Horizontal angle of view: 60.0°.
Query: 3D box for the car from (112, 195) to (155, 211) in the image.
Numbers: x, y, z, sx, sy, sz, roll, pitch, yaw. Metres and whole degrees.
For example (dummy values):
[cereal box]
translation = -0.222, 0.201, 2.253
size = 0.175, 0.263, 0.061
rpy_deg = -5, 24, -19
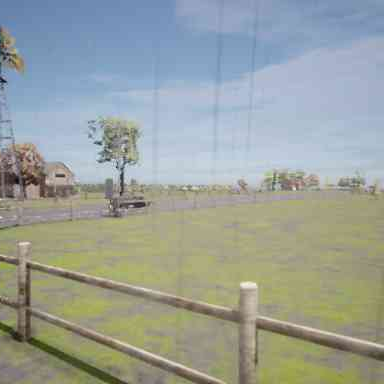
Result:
[car]
translation = -5.806, 1.037, 33.694
size = 1.837, 1.490, 4.892
rpy_deg = 2, 2, 35
